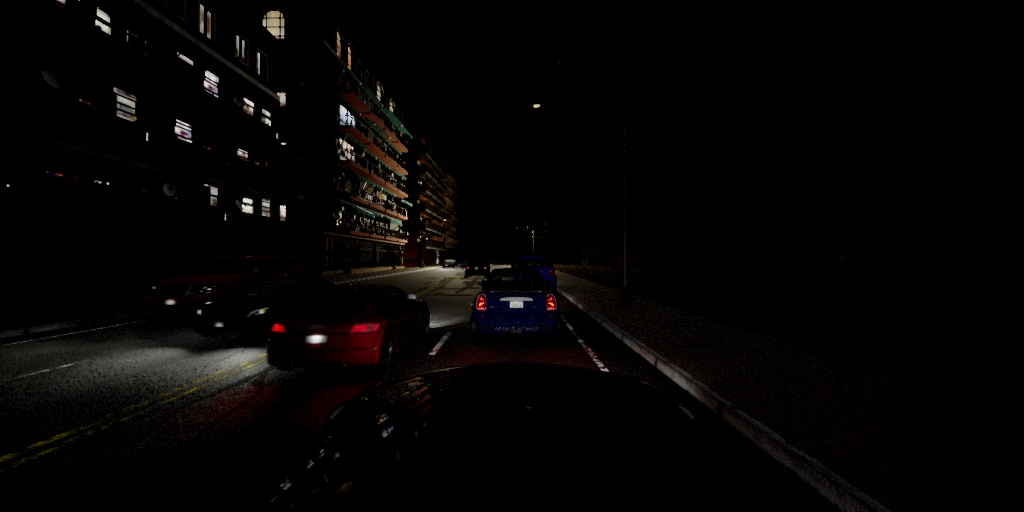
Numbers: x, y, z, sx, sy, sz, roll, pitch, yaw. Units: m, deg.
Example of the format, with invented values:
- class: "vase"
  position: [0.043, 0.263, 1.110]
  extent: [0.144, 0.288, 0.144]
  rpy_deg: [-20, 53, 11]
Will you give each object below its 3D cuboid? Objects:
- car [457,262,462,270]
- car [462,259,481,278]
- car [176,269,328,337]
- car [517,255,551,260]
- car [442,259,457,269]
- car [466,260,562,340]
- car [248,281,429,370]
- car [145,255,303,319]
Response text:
- class: "car"
  position: [-6.584, 1.276, 53.503]
  extent: [1.812, 1.442, 4.674]
  rpy_deg: [0, 0, 0]
- class: "car"
  position: [-3.145, 1.105, 33.741]
  extent: [2.097, 1.767, 4.553]
  rpy_deg: [0, 0, 0]
- class: "car"
  position: [-6.599, 1.277, 10.407]
  extent: [1.812, 1.442, 4.674]
  rpy_deg: [0, 0, 0]
- class: "car"
  position: [1.139, 0.977, 19.683]
  extent: [2.150, 2.045, 5.566]
  rpy_deg: [0, 0, 0]
- class: "car"
  position: [-9.825, 1.242, 56.862]
  extent: [2.128, 1.511, 4.902]
  rpy_deg: [0, 0, 0]
- class: "car"
  position: [0.098, 1.103, 10.109]
  extent: [2.097, 1.767, 4.553]
  rpy_deg: [0, 0, 0]
- class: "car"
  position: [-3.153, 1.314, 7.781]
  extent: [1.994, 1.385, 4.181]
  rpy_deg: [0, 0, 0]
- class: "car"
  position: [-9.849, 0.973, 13.099]
  extent: [2.150, 2.045, 5.566]
  rpy_deg: [0, 0, 0]
